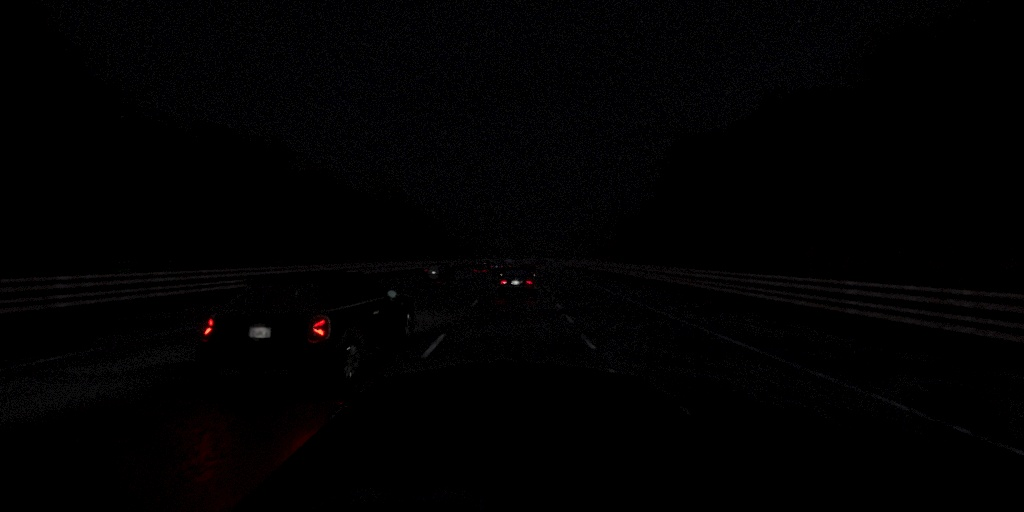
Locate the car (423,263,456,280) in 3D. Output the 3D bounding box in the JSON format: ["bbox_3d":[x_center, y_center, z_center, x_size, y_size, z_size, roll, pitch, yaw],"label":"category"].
[{"bbox_3d":[-6.137,1.297,30.706,1.994,1.385,4.181,0,0,3],"label":"car"}]

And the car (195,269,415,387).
[{"bbox_3d":[-3.473,1.086,7.104,2.097,1.767,4.553,0,0,1],"label":"car"}]

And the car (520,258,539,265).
[{"bbox_3d":[2.175,1.277,47.506,1.882,1.535,5.008,0,0,6],"label":"car"}]

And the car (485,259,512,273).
[{"bbox_3d":[-1.588,1.323,45.082,2.033,1.411,5.357,0,0,5],"label":"car"}]

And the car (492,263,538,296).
[{"bbox_3d":[0.306,1.306,19.560,2.033,1.411,5.357,0,0,2],"label":"car"}]

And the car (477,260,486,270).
[{"bbox_3d":[-4.123,1.277,54.628,2.128,1.511,4.902,0,0,6],"label":"car"}]
